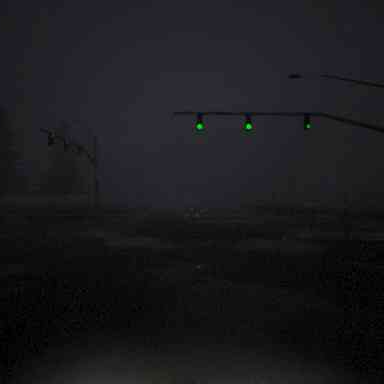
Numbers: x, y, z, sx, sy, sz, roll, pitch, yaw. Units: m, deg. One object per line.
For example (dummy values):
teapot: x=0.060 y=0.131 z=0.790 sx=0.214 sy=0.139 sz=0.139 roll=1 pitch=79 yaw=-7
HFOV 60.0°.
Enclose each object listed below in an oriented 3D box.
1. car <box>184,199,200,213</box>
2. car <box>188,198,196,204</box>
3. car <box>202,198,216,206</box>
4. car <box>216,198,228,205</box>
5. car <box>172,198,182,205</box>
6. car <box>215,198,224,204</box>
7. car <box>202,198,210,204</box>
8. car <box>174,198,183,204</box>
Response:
car: x=-0.001 y=1.956 z=43.538 sx=1.812 sy=1.442 sz=4.674 roll=0 pitch=-1 yaw=0
car: x=-0.003 y=2.269 z=84.565 sx=2.128 sy=1.511 sz=4.902 roll=0 pitch=-1 yaw=0
car: x=3.498 y=2.262 z=74.145 sx=2.033 sy=1.411 sz=5.357 roll=0 pitch=-1 yaw=0
car: x=6.998 y=2.282 z=74.562 sx=1.994 sy=1.385 sz=4.181 roll=0 pitch=-1 yaw=0
car: x=-3.502 y=2.253 z=74.561 sx=1.812 sy=1.442 sz=4.674 roll=0 pitch=-1 yaw=0
car: x=6.997 y=2.268 z=84.565 sx=1.812 sy=1.442 sz=4.674 roll=0 pitch=-1 yaw=0
car: x=3.497 y=2.222 z=84.565 sx=1.882 sy=1.535 sz=5.008 roll=0 pitch=-1 yaw=0
car: x=-3.503 y=2.269 z=84.565 sx=2.128 sy=1.511 sz=4.902 roll=0 pitch=-1 yaw=0
